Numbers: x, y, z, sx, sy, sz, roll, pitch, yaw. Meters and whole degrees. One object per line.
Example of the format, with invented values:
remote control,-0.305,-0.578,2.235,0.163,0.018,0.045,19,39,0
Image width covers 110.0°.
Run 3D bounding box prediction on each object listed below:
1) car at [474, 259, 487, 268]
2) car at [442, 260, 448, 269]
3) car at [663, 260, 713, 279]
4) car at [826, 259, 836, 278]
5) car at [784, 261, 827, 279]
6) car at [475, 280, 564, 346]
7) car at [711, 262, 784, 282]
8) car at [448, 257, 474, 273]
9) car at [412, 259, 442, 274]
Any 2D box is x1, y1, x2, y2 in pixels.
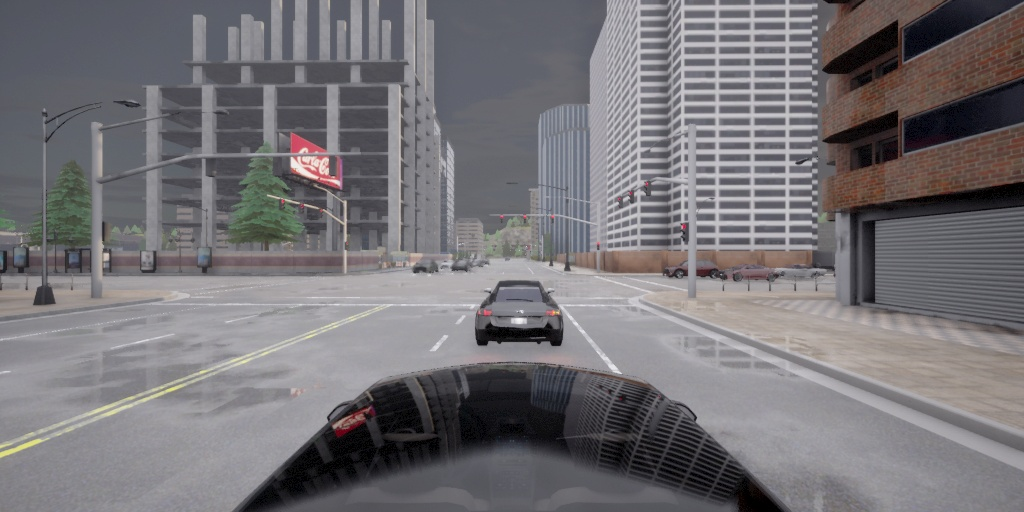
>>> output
car,-6.035,1.261,60.695,2.128,1.511,4.902,0,0,1
car,-9.663,1.293,54.527,1.812,1.442,4.674,0,0,1
car,16.083,1.112,32.339,4.553,1.767,2.097,0,0,1
car,28.693,1.237,28.662,5.008,1.535,1.882,0,0,1
car,25.145,1.361,32.217,4.718,1.301,1.895,0,0,1
car,0.193,1.317,9.438,1.994,1.385,4.181,0,0,1
car,18.807,1.323,28.804,4.181,1.385,1.994,0,0,1
car,-6.338,1.242,44.918,1.882,1.535,5.008,0,0,1
car,-9.910,1.115,41.294,2.097,1.767,4.553,0,0,1
